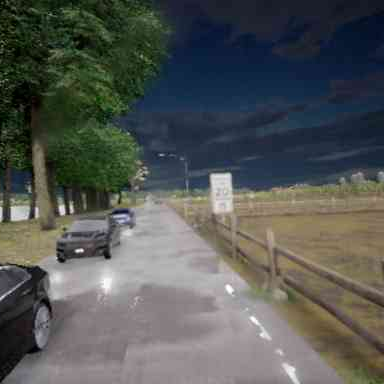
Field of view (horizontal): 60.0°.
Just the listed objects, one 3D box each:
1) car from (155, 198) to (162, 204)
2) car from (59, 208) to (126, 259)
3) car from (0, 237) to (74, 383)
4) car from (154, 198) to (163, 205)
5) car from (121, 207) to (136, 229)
[{"bbox_3d":[-9.104,2.374,90.791,1.882,1.535,5.008,-3,-1,-6],"label":"car"},{"bbox_3d":[-4.046,1.721,13.656,1.882,1.535,5.008,-3,0,-6],"label":"car"},{"bbox_3d":[-3.005,1.655,3.511,2.128,1.511,4.902,-3,0,-6],"label":"car"},{"bbox_3d":[-8.026,2.378,80.344,1.882,1.535,5.008,-3,-1,-6],"label":"car"},{"bbox_3d":[-5.121,1.870,24.228,1.812,1.442,4.674,-3,0,-5],"label":"car"}]
